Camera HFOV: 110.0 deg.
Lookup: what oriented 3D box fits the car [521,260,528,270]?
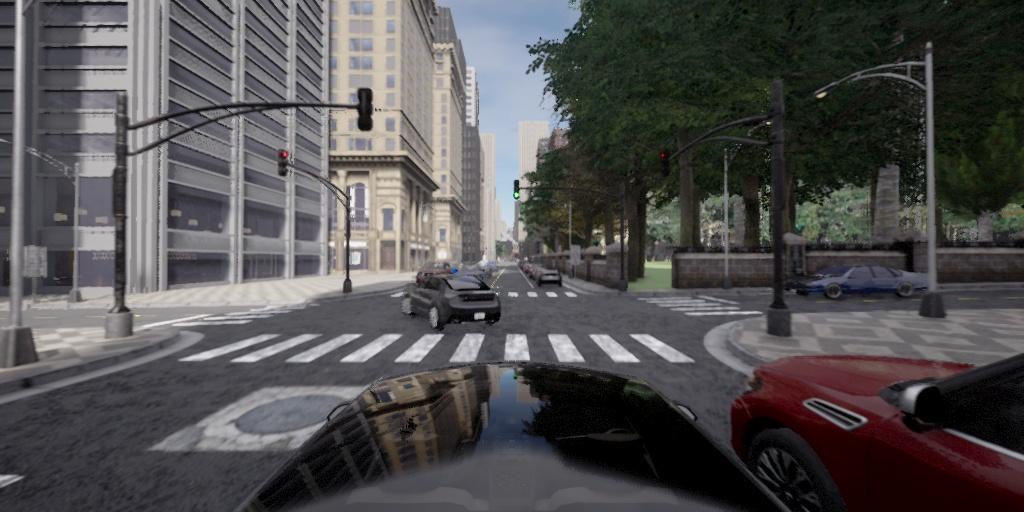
[{"bbox_3d":[2.717,1.782,54.436,1.888,1.381,4.507,0,0,0],"label":"car"}]

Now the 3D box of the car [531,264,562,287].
[{"bbox_3d":[2.741,1.562,27.335,1.948,1.339,4.313,0,0,0],"label":"car"}]

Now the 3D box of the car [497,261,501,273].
[{"bbox_3d":[-3.104,1.800,54.326,1.994,1.385,4.181,0,-1,0],"label":"car"}]

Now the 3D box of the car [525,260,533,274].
[{"bbox_3d":[2.731,1.535,38.175,1.967,1.591,4.097,0,0,0],"label":"car"}]

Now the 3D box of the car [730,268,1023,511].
[{"bbox_3d":[2.764,1.056,0.777,2.192,1.841,5.009,0,0,0],"label":"car"}]

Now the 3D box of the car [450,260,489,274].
[{"bbox_3d":[-3.073,1.343,26.824,2.097,1.767,4.553,0,-1,-2],"label":"car"}]

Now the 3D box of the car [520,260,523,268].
[{"bbox_3d":[2.713,1.848,59.857,1.948,1.339,4.313,0,0,0],"label":"car"}]

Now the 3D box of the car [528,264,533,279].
[{"bbox_3d":[2.736,1.628,32.755,1.802,1.307,4.207,0,0,0],"label":"car"}]

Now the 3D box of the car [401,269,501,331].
[{"bbox_3d":[-2.112,1.355,11.639,1.837,1.490,4.892,3,-1,-31],"label":"car"}]

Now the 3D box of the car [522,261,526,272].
[{"bbox_3d":[2.722,1.773,49.015,1.802,1.307,4.207,0,0,0],"label":"car"}]

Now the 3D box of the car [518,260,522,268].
[{"bbox_3d":[2.708,1.642,65.277,2.192,1.841,5.009,0,0,0],"label":"car"}]

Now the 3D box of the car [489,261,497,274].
[{"bbox_3d":[-3.127,1.599,39.581,2.128,1.511,4.902,0,-1,0],"label":"car"}]

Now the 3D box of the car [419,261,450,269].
[{"bbox_3d":[-5.784,1.310,27.347,2.192,1.841,5.009,0,0,0],"label":"car"}]

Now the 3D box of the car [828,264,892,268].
[{"bbox_3d":[15.080,1.082,15.837,5.357,1.411,2.033,-1,-1,0],"label":"car"}]
